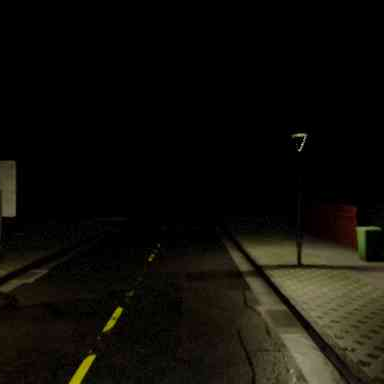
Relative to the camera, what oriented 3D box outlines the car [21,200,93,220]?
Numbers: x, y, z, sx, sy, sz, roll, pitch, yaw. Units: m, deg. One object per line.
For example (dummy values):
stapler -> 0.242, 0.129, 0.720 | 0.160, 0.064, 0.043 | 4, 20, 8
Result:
car -> -10.078, 1.350, 25.058 | 5.008, 1.535, 1.882 | 1, 0, -20
